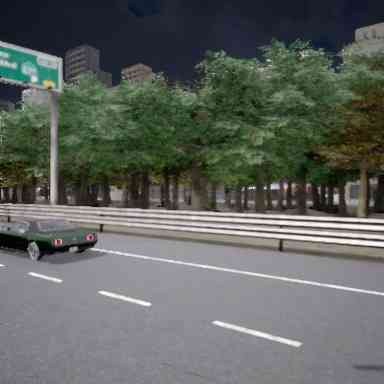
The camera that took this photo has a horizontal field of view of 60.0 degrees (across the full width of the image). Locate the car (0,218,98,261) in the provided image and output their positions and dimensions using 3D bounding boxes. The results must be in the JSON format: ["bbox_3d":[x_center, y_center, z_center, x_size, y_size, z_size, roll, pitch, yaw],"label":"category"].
[{"bbox_3d":[-5.702,1.604,12.241,4.718,1.301,1.895,0,0,36],"label":"car"}]
